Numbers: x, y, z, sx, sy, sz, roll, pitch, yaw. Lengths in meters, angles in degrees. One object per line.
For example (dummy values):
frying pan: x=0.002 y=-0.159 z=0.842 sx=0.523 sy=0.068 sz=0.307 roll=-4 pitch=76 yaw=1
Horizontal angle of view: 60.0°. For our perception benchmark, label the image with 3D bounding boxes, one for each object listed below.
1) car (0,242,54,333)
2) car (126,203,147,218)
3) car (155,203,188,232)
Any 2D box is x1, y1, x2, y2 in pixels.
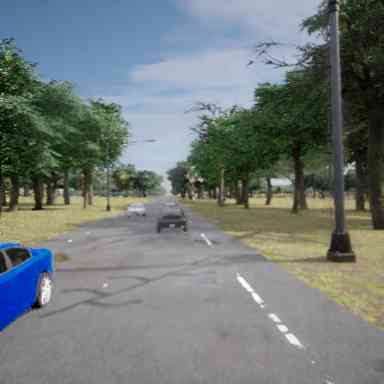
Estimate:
car: x=-3.868 y=1.625 z=5.386 sx=1.882 sy=1.535 sz=5.008 roll=-1 pitch=-1 yaw=-4
car: x=-5.949 y=1.978 z=36.134 sx=1.812 sy=1.442 sz=4.674 roll=-1 pitch=0 yaw=-4
car: x=-1.337 y=1.725 z=21.821 sx=1.837 sy=1.490 sz=4.892 roll=-1 pitch=0 yaw=-4
